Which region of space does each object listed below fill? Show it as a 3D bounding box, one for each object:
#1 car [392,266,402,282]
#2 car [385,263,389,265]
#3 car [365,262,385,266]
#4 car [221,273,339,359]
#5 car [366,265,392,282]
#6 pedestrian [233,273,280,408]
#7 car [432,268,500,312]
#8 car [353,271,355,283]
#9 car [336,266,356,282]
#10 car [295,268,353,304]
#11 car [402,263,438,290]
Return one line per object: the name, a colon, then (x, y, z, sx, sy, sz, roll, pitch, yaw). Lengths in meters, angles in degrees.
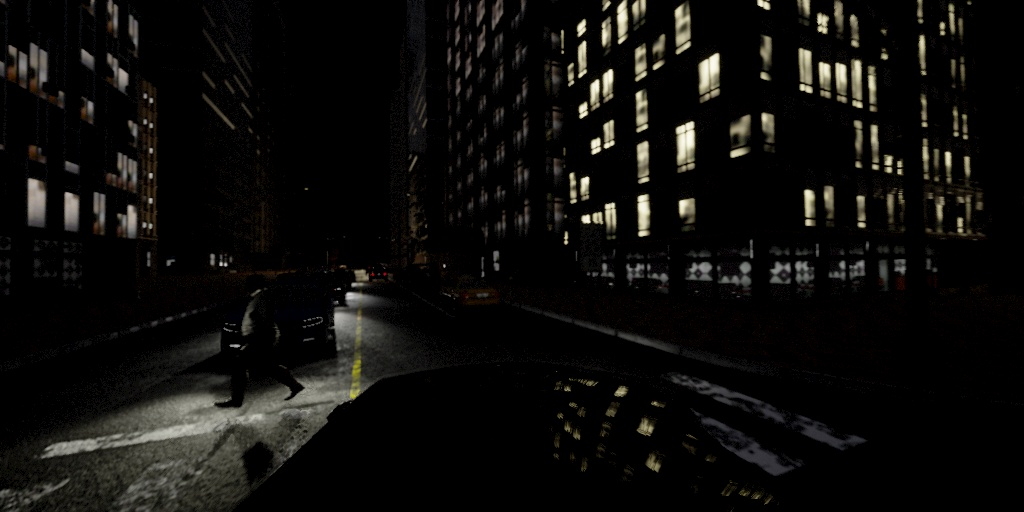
car: (-10.854, 1.867, 36.730, 1.888, 1.381, 4.507, 0, 0, -23)
car: (-19.525, 2.254, 57.560, 1.888, 1.381, 4.507, 0, 0, -23)
car: (-20.694, 1.892, 53.614, 2.150, 2.045, 5.566, 0, -1, -23)
car: (-5.683, 1.360, 9.230, 1.882, 1.535, 5.008, 0, -1, -24)
car: (-14.282, 1.932, 38.222, 2.033, 1.411, 5.357, 0, -1, -22)
pedestrian: (-3.442, 1.088, 4.847, 0.375, 1.860, 0.375, 0, -2, -23)
car: (-1.964, 1.441, 15.270, 1.751, 1.417, 4.829, 0, 0, -23)
car: (-12.912, 1.812, 26.615, 1.895, 1.301, 4.718, 0, -1, -22)
car: (-16.732, 1.948, 35.884, 1.994, 1.385, 4.181, 0, -1, -22)
car: (-9.334, 1.540, 17.994, 2.128, 1.511, 4.902, 0, -1, -23)
car: (-6.520, 1.442, 26.315, 2.192, 1.841, 5.009, 0, 0, -23)
